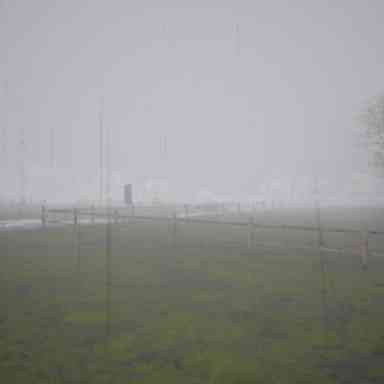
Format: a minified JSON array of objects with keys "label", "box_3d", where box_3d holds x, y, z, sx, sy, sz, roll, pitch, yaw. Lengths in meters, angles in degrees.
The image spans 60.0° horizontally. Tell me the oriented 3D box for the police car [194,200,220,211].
[{"label":"police car","box_3d":[2.221,2.001,49.599,1.930,1.638,5.238,-1,-1,36]}]
